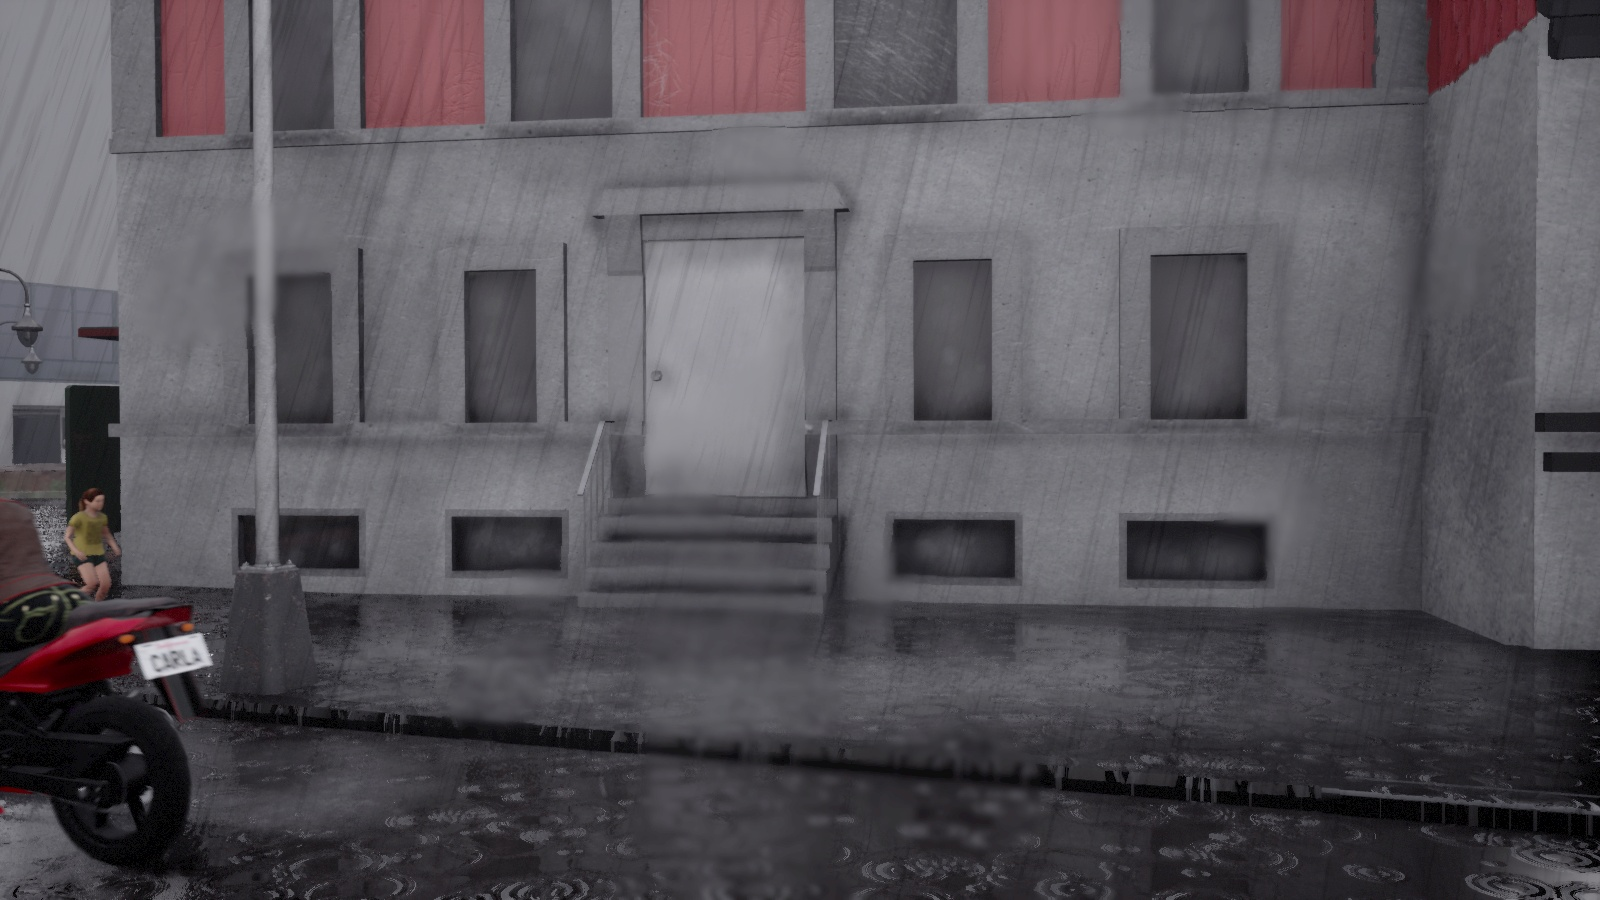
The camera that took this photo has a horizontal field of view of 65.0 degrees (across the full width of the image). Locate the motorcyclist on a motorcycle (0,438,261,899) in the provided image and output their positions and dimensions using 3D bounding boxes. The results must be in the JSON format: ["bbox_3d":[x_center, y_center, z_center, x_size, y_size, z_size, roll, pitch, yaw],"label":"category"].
[{"bbox_3d":[-3.154,0.721,4.735,2.044,1.523,0.797,1,1,18],"label":"motorcyclist on a motorcycle"}]

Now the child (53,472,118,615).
[{"bbox_3d":[-5.695,0.734,10.017,0.394,1.110,0.255,1,1,22],"label":"child"}]
